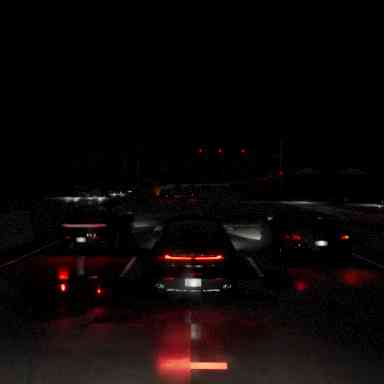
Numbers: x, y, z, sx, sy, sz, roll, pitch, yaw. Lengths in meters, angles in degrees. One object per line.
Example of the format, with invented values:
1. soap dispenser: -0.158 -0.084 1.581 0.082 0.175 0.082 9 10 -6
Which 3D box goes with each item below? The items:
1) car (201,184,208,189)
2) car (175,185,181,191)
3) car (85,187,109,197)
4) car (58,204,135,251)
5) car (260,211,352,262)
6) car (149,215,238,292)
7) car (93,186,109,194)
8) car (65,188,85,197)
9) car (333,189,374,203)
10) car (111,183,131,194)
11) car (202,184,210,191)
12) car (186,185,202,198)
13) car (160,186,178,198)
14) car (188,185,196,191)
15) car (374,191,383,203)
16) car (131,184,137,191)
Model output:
1. car: 3.427 -1.418 91.514 1.895 1.301 4.718 0 2 0
2. car: -3.566 -1.062 82.315 2.033 1.411 5.357 0 2 0
3. car: -14.129 -0.035 50.287 1.837 1.490 4.892 0 2 0
4. car: -3.428 1.189 12.711 2.128 1.511 4.902 0 2 0
5. car: 3.564 1.317 11.112 1.994 1.385 4.181 0 2 0
6. car: 0.051 1.338 8.512 1.837 1.490 4.892 0 2 1
7. car: -17.564 -0.404 64.342 1.895 1.301 4.718 0 2 0
8. car: -17.627 0.023 50.320 1.994 1.385 4.181 0 2 0
9. car: 17.943 0.418 36.208 4.902 1.511 2.128 0 2 2
10. car: -14.077 -0.797 64.744 2.150 2.045 5.566 0 2 1
11. car: 3.435 -1.094 81.069 1.882 1.535 5.008 0 2 0
12. car: 0.062 0.012 48.889 1.837 1.490 4.892 0 2 0
13. car: -3.437 0.161 47.269 1.895 1.301 4.718 0 2 0
14. car: -0.067 -1.116 83.984 2.033 1.411 5.357 0 2 0
15. car: 21.347 0.594 32.578 5.357 1.411 2.033 0 2 2
16. car: -14.064 -1.066 80.450 1.882 1.535 5.008 0 2 0
